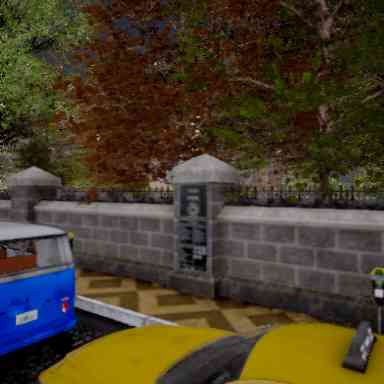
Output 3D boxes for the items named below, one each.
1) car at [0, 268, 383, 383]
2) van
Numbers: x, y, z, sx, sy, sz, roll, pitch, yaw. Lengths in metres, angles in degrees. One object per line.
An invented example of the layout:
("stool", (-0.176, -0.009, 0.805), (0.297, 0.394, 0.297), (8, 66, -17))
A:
("car", (0.794, 1.525, 2.153), (4.829, 1.417, 1.752), (0, 0, 35))
("van", (-3.590, 1.342, 5.263), (3.998, 1.788, 1.690), (0, 0, 35))
